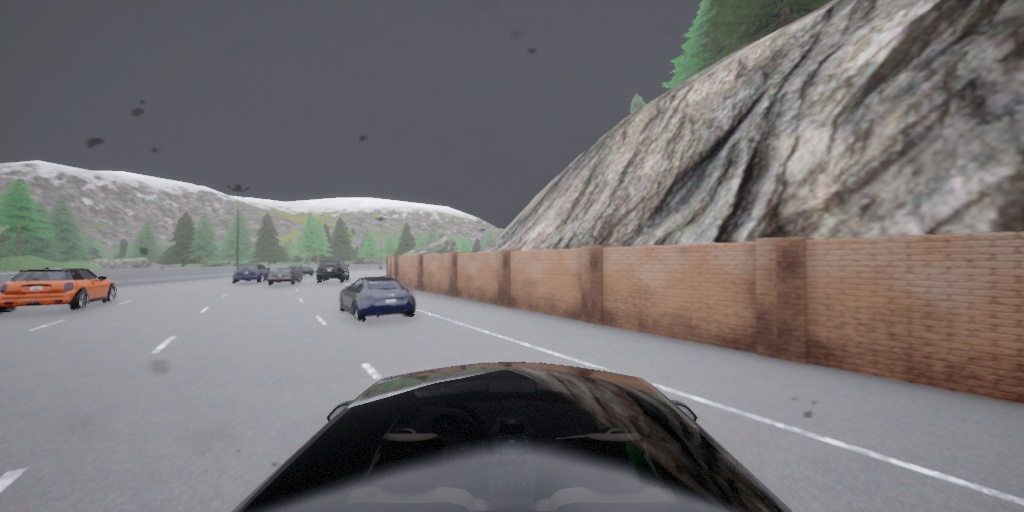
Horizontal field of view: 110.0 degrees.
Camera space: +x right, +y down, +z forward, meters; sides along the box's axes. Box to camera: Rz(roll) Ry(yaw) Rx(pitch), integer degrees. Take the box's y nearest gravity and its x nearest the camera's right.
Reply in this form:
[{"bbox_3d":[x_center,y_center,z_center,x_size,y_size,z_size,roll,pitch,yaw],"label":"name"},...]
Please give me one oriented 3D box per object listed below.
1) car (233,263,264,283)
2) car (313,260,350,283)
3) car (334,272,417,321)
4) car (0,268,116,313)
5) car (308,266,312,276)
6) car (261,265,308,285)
[{"bbox_3d":[-23.675,1.512,33.026,2.097,1.767,4.553,0,-1,-19],"label":"car"},{"bbox_3d":[-16.647,1.392,33.640,2.150,2.045,5.566,0,-1,-17],"label":"car"},{"bbox_3d":[-5.121,1.468,13.420,1.994,1.385,4.181,1,-1,-35],"label":"car"},{"bbox_3d":[-19.077,1.278,15.294,2.097,1.767,4.553,1,-1,-33],"label":"car"},{"bbox_3d":[-26.442,1.808,44.778,2.128,1.511,4.902,0,-1,-7],"label":"car"},{"bbox_3d":[-19.089,1.674,30.353,2.033,1.411,5.357,0,-1,-22],"label":"car"}]
